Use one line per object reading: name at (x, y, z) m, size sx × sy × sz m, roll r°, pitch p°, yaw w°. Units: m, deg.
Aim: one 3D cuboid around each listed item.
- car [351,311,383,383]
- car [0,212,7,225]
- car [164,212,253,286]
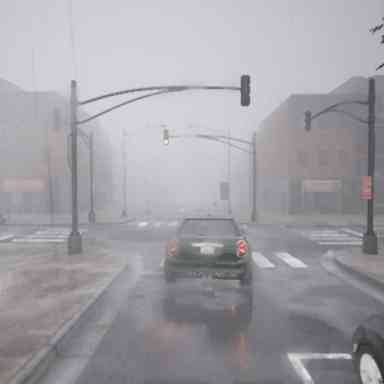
car at (2.648, 1.550, 2.105) m, size 2.008 × 1.369 × 4.403 m, roll -1°, pitch 0°, yaw 0°
car at (-13.287, 1.420, 18.435) m, size 5.357 × 1.411 × 2.033 m, roll 1°, pitch 1°, yaw 1°
car at (0.575, 1.358, 9.658) m, size 2.097 × 1.767 × 4.553 m, roll 0°, pitch 0°, yaw 6°
